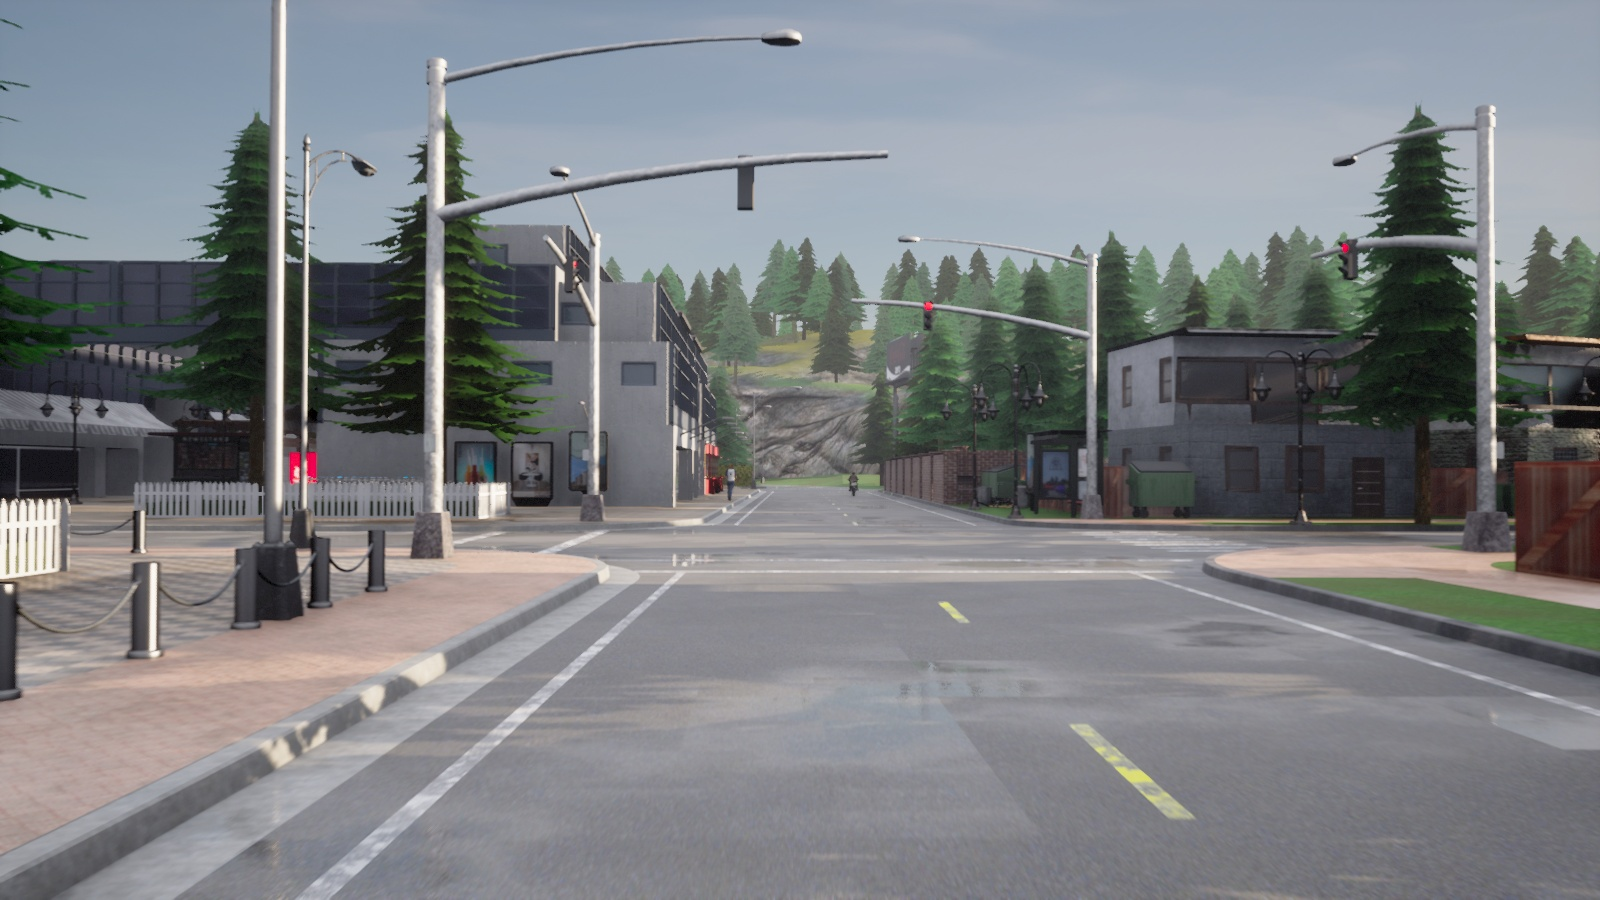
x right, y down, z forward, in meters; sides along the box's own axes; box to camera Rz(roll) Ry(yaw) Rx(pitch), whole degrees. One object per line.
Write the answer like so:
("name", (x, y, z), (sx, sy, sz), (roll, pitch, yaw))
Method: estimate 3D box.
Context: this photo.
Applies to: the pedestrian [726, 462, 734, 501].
("pedestrian", (-3.334, 1.492, 59.939), (0.354, 1.836, 0.706), (0, -1, -3))
